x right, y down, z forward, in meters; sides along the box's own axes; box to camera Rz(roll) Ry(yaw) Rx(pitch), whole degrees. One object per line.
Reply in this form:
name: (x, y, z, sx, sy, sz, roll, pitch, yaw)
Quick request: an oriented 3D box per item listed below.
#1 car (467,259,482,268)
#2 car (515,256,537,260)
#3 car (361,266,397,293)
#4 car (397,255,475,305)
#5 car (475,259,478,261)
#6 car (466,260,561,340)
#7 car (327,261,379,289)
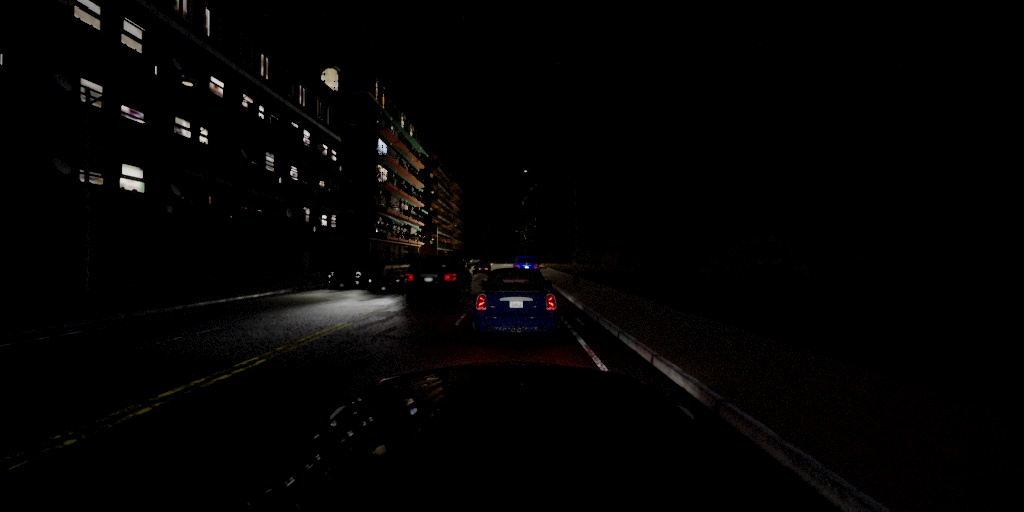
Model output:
car: (-6.554, 1.299, 63.408, 2.033, 1.411, 5.357, 0, 0, 1)
car: (1.139, 0.979, 30.091, 2.150, 2.045, 5.566, 0, 0, 0)
car: (-6.598, 1.354, 20.624, 1.895, 1.301, 4.718, 0, 0, 0)
car: (-3.150, 0.975, 16.219, 2.150, 2.045, 5.566, 0, 0, 0)
car: (-3.146, 1.301, 37.806, 2.033, 1.411, 5.357, 0, 0, 0)
car: (0.099, 1.103, 10.137, 2.097, 1.767, 4.553, 0, 0, 0)
car: (-9.850, 1.105, 22.982, 2.097, 1.767, 4.553, 0, 0, 0)
